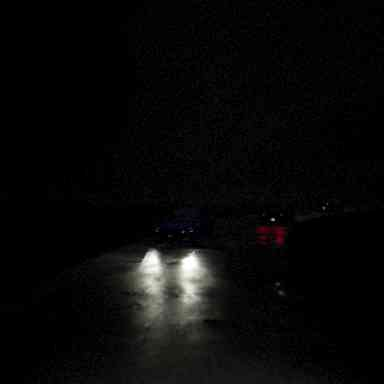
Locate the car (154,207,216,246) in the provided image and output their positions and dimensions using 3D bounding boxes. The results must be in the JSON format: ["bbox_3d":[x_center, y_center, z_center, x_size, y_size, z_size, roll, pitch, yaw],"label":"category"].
[{"bbox_3d":[-0.190,1.522,15.918,1.882,1.535,5.008,0,0,17],"label":"car"}]

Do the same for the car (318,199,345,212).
[{"bbox_3d":[16.419,1.558,39.055,1.837,1.490,4.892,-1,-1,42],"label":"car"}]

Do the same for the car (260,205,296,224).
[{"bbox_3d":[6.707,1.657,25.420,1.895,1.301,4.718,0,0,27],"label":"car"}]
